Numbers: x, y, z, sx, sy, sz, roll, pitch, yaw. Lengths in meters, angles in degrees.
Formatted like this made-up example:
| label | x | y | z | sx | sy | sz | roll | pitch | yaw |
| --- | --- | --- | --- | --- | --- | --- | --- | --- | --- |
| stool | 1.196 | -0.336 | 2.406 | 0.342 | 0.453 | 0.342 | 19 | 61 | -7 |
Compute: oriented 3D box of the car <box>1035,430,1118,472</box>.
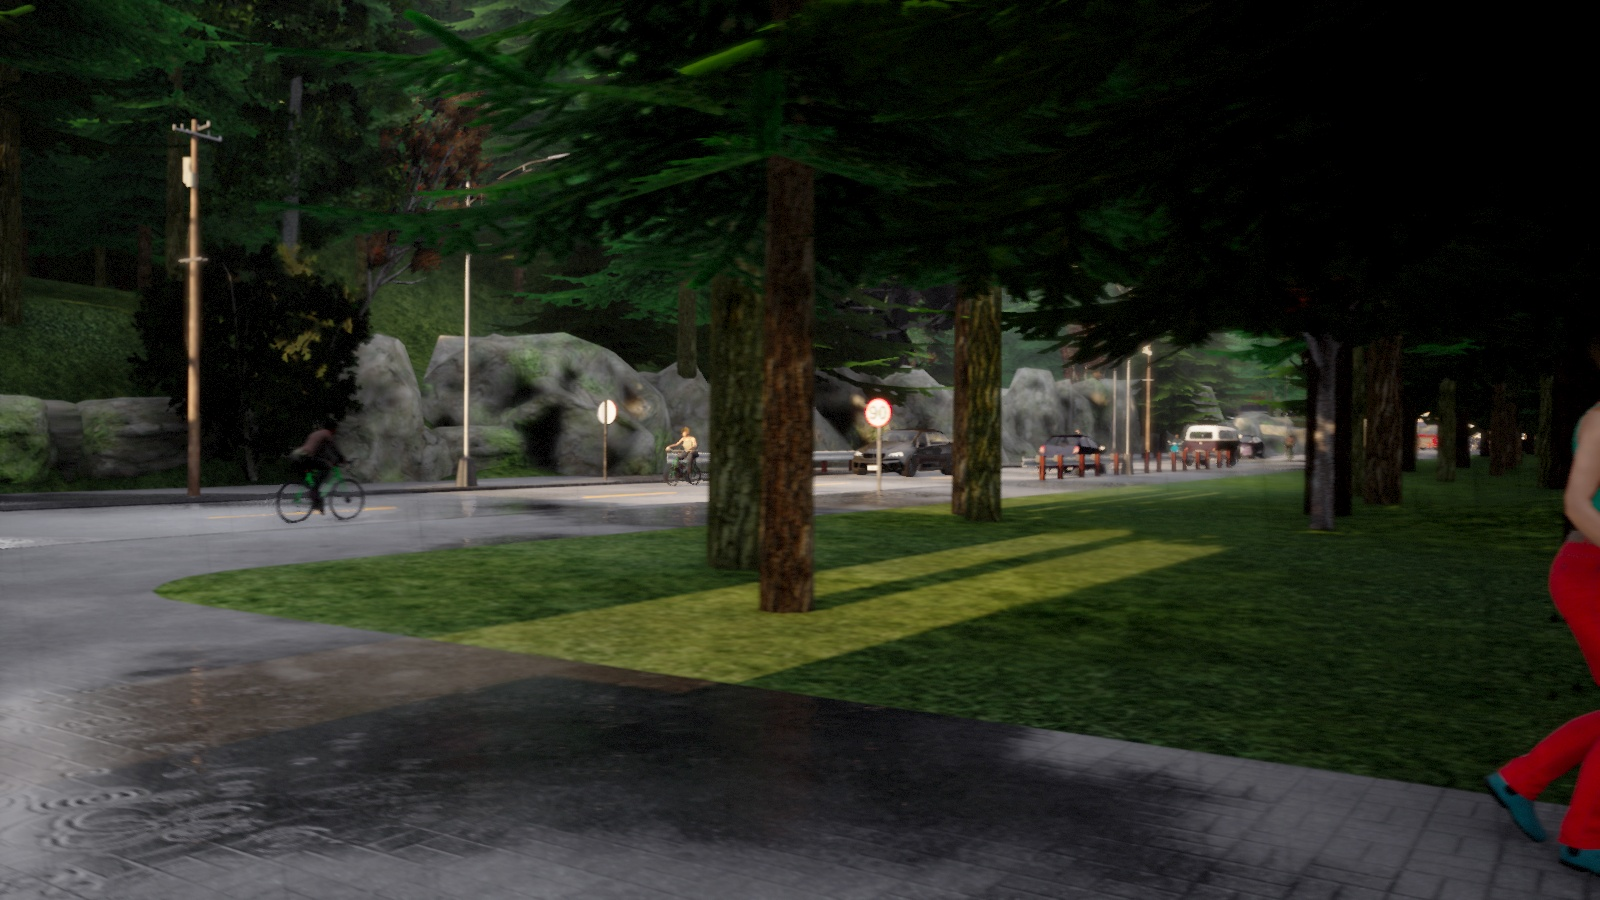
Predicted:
| label | x | y | z | sx | sy | sz | roll | pitch | yaw |
| --- | --- | --- | --- | --- | --- | --- | --- | --- | --- |
| car | 10.462 | 0.005 | 47.356 | 1.845 | 1.501 | 3.633 | 0 | 1 | 33 |

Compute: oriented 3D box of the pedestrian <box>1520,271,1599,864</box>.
| label | x | y | z | sx | sy | sz | roll | pitch | yaw |
| --- | --- | --- | --- | --- | --- | --- | --- | --- | --- |
| pedestrian | 2.645 | 0.363 | 3.969 | 0.594 | 1.836 | 0.345 | 0 | 1 | 39 |

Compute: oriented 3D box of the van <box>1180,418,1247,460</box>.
| label | x | y | z | sx | sy | sz | roll | pitch | yaw |
| --- | --- | --- | --- | --- | --- | --- | --- | --- | --- |
| van | 20.760 | -0.588 | 62.961 | 2.069 | 2.038 | 4.480 | 0 | 1 | 34 |

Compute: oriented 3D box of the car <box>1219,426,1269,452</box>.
| label | x | y | z | sx | sy | sz | roll | pitch | yaw |
| --- | --- | --- | --- | --- | --- | --- | --- | --- | --- |
| car | 29.566 | -0.744 | 83.506 | 2.033 | 1.649 | 4.856 | 0 | 1 | 33 |

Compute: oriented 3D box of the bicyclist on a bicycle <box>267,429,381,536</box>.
| label | x | y | z | sx | sy | sz | roll | pitch | yaw |
| --- | --- | --- | --- | --- | --- | --- | --- | --- | --- |
| bicyclist on a bicycle | -7.497 | 0.483 | 19.860 | 0.582 | 1.620 | 1.656 | 0 | 1 | 32 |

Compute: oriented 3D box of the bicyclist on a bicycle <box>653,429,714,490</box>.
| label | x | y | z | sx | sy | sz | roll | pitch | yaw |
| --- | --- | --- | --- | --- | --- | --- | --- | --- | --- |
| bicyclist on a bicycle | -3.139 | 0.236 | 33.905 | 0.866 | 1.612 | 1.509 | 0 | 1 | 33 |

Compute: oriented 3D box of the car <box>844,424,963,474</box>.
| label | x | y | z | sx | sy | sz | roll | pitch | yaw |
| --- | --- | --- | --- | --- | --- | --- | --- | --- | --- |
| car | 3.724 | -0.061 | 44.377 | 2.242 | 1.667 | 4.611 | 0 | 1 | 33 |
